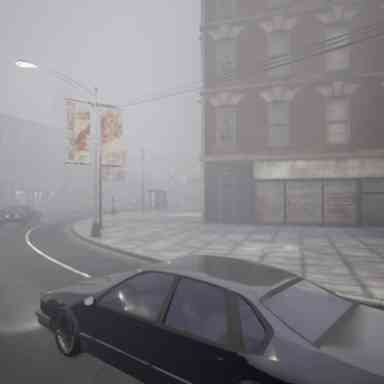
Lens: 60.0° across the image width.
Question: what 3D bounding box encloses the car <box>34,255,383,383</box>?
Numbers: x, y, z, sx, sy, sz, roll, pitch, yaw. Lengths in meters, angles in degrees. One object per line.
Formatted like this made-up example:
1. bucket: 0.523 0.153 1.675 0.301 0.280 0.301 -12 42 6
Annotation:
1. car: 0.083 1.576 4.241 5.357 1.411 2.033 0 0 39

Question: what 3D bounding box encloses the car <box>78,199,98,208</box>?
1. car: -17.518 1.861 57.269 1.882 1.535 5.008 0 0 18

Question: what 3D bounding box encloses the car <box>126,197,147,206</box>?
1. car: -11.190 1.847 65.336 2.097 1.767 4.553 0 0 18

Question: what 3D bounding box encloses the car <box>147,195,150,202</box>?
1. car: -10.542 1.811 88.748 2.435 2.045 5.566 0 0 18

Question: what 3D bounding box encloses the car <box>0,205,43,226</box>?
1. car: -12.877 1.719 25.018 2.033 1.411 5.357 0 0 -10
